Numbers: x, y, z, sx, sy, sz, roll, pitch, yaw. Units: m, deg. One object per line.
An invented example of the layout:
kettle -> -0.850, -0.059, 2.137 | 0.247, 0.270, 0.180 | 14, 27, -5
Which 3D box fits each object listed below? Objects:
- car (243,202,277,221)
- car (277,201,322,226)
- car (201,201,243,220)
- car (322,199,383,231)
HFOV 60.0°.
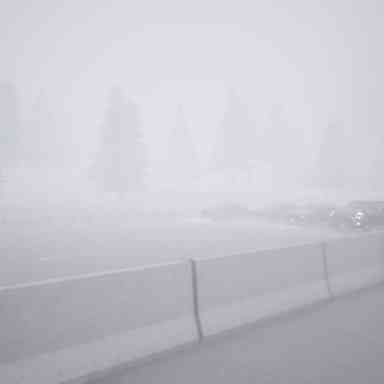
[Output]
car -> 6.873, 1.454, 26.088 | 5.357, 1.411, 2.033 | 0, 0, -35
car -> 8.631, 1.455, 23.042 | 5.357, 1.411, 2.033 | 0, 0, -35
car -> 2.768, 1.482, 27.453 | 4.181, 1.385, 1.994 | 0, 0, -35
car -> 10.152, 1.262, 19.820 | 4.553, 1.767, 2.097 | 0, 0, -35
